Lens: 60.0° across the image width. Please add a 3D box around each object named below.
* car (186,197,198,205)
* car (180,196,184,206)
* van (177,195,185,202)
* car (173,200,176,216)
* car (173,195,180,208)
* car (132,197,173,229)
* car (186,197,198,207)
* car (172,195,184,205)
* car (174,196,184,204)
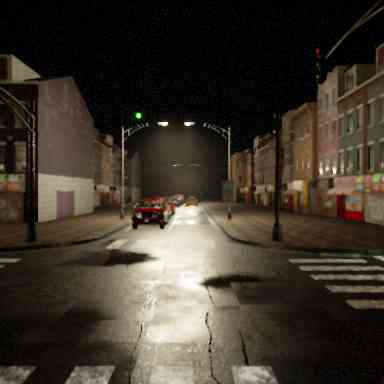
[{"bbox_3d":[-0.024,1.650,62.781,2.128,1.511,4.902,0,0,0],"label":"car"},{"bbox_3d":[-2.663,1.666,49.095,2.008,1.369,4.403,0,0,0],"label":"car"},{"bbox_3d":[-2.677,1.566,81.657,1.690,1.788,3.998,-1,0,0],"label":"van"},{"bbox_3d":[-2.654,1.622,27.387,1.947,1.339,4.313,0,0,0],"label":"car"},{"bbox_3d":[-2.658,1.385,32.815,2.192,1.841,5.009,0,0,0],"label":"car"},{"bbox_3d":[-2.654,1.359,21.961,2.192,1.841,5.009,0,0,0],"label":"car"},{"bbox_3d":[-0.020,1.603,52.334,1.882,1.535,5.008,0,0,0],"label":"car"},{"bbox_3d":[-2.671,1.482,65.376,2.192,1.841,5.009,0,0,0],"label":"car"},{"bbox_3d":[-2.672,1.626,70.803,1.967,1.590,4.097,-1,0,0],"label":"car"}]
